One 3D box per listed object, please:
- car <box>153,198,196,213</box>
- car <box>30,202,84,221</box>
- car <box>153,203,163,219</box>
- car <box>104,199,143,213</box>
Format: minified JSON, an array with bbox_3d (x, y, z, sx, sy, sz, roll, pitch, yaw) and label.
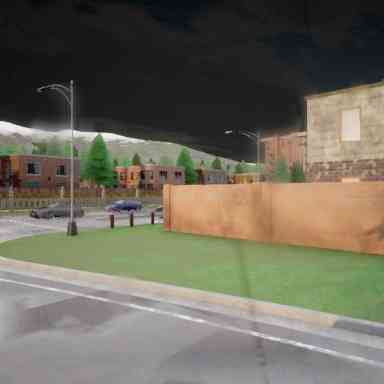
[{"bbox_3d":[-1.919,1.491,38.042,2.128,1.511,4.902,0,0,42],"label":"car"},{"bbox_3d":[-11.132,1.564,27.624,1.994,1.385,4.181,0,0,42],"label":"car"},{"bbox_3d":[-0.900,1.547,28.629,2.033,1.411,5.357,0,0,41],"label":"car"},{"bbox_3d":[-7.544,1.526,36.939,1.812,1.442,4.674,0,0,41],"label":"car"}]
